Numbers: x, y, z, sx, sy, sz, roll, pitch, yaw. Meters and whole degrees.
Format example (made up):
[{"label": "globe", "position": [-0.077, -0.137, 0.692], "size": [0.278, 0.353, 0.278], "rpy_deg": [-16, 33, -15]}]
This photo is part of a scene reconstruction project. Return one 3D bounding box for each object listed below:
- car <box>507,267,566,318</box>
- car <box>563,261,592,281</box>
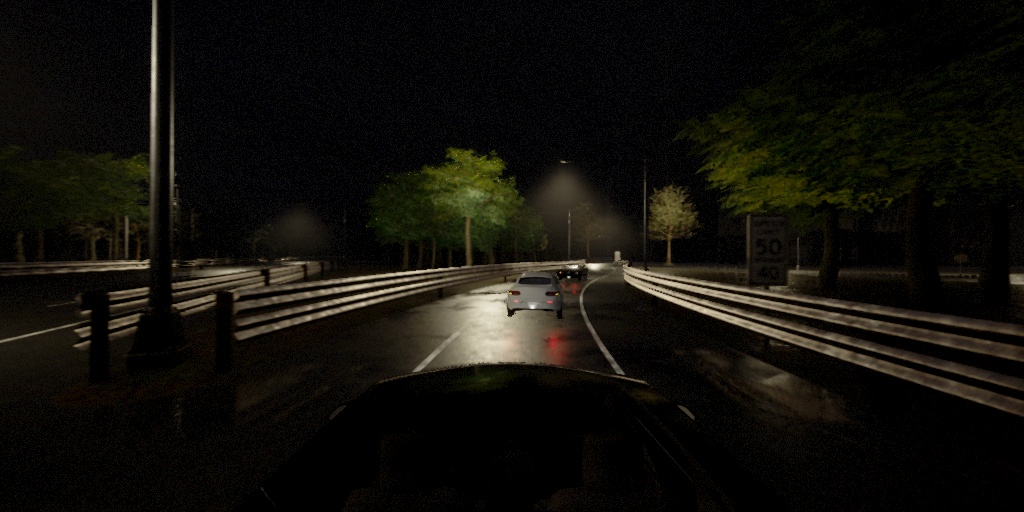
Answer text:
[{"label": "car", "position": [0.954, 1.291, 13.121], "size": [1.812, 1.442, 4.674], "rpy_deg": [0, 0, 8]}, {"label": "car", "position": [5.249, 1.375, 30.350], "size": [1.895, 1.301, 4.718], "rpy_deg": [0, 0, 20]}]
